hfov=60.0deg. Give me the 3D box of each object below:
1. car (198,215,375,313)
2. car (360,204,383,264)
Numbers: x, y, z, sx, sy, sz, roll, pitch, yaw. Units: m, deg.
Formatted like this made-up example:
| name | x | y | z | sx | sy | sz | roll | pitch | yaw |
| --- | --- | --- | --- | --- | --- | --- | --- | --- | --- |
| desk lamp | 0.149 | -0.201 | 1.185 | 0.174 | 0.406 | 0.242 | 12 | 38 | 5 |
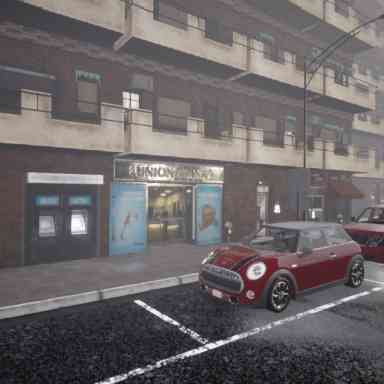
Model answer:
| name | x | y | z | sx | sy | sz | roll | pitch | yaw |
| --- | --- | --- | --- | --- | --- | --- | --- | --- | --- |
| car | 2.105 | 1.442 | 7.605 | 4.097 | 1.590 | 1.967 | 0 | 0 | -36 |
| car | 6.607 | 1.321 | 10.827 | 5.009 | 1.841 | 2.192 | 0 | 0 | -36 |
